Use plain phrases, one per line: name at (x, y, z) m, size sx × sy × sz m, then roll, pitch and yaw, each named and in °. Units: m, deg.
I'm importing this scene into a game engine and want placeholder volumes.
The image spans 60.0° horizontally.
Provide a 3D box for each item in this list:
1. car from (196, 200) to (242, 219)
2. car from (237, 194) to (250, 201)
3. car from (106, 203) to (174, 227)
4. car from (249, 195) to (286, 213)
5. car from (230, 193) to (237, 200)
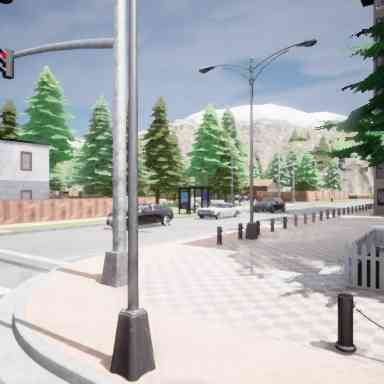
car at (2.412, 1.586, 28.616) m, size 1.895 × 1.301 × 4.718 m, roll 0°, pitch 0°, yaw 37°
car at (13.005, 1.144, 77.953) m, size 1.932 × 1.855 × 4.605 m, roll 0°, pitch 0°, yaw 36°
car at (-3.209, 1.476, 21.227) m, size 2.128 × 1.511 × 4.902 m, roll 0°, pitch 0°, yaw 37°
car at (8.606, 1.337, 36.723) m, size 2.097 × 1.767 × 4.553 m, roll 0°, pitch 0°, yaw 38°
car at (10.741, 1.146, 79.113) m, size 1.905 × 1.878 × 3.866 m, roll 0°, pitch 0°, yaw 36°
